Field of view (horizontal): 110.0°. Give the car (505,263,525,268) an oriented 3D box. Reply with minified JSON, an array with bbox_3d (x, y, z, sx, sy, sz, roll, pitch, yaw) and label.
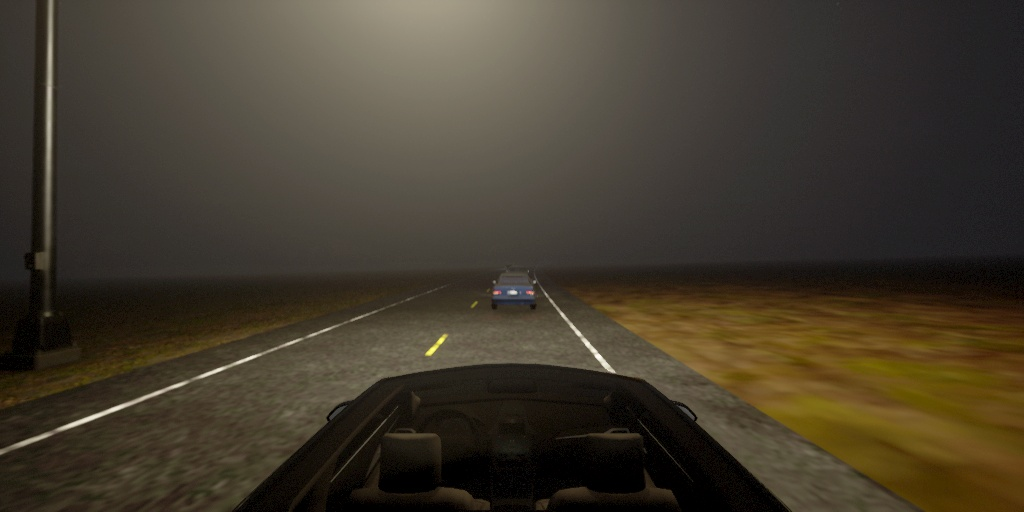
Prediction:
[{"bbox_3d":[0.464,1.561,30.745,2.033,1.411,5.357,0,0,2],"label":"car"}]

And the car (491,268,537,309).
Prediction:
[{"bbox_3d":[0.097,1.427,15.782,2.033,1.411,5.357,0,0,1],"label":"car"}]
